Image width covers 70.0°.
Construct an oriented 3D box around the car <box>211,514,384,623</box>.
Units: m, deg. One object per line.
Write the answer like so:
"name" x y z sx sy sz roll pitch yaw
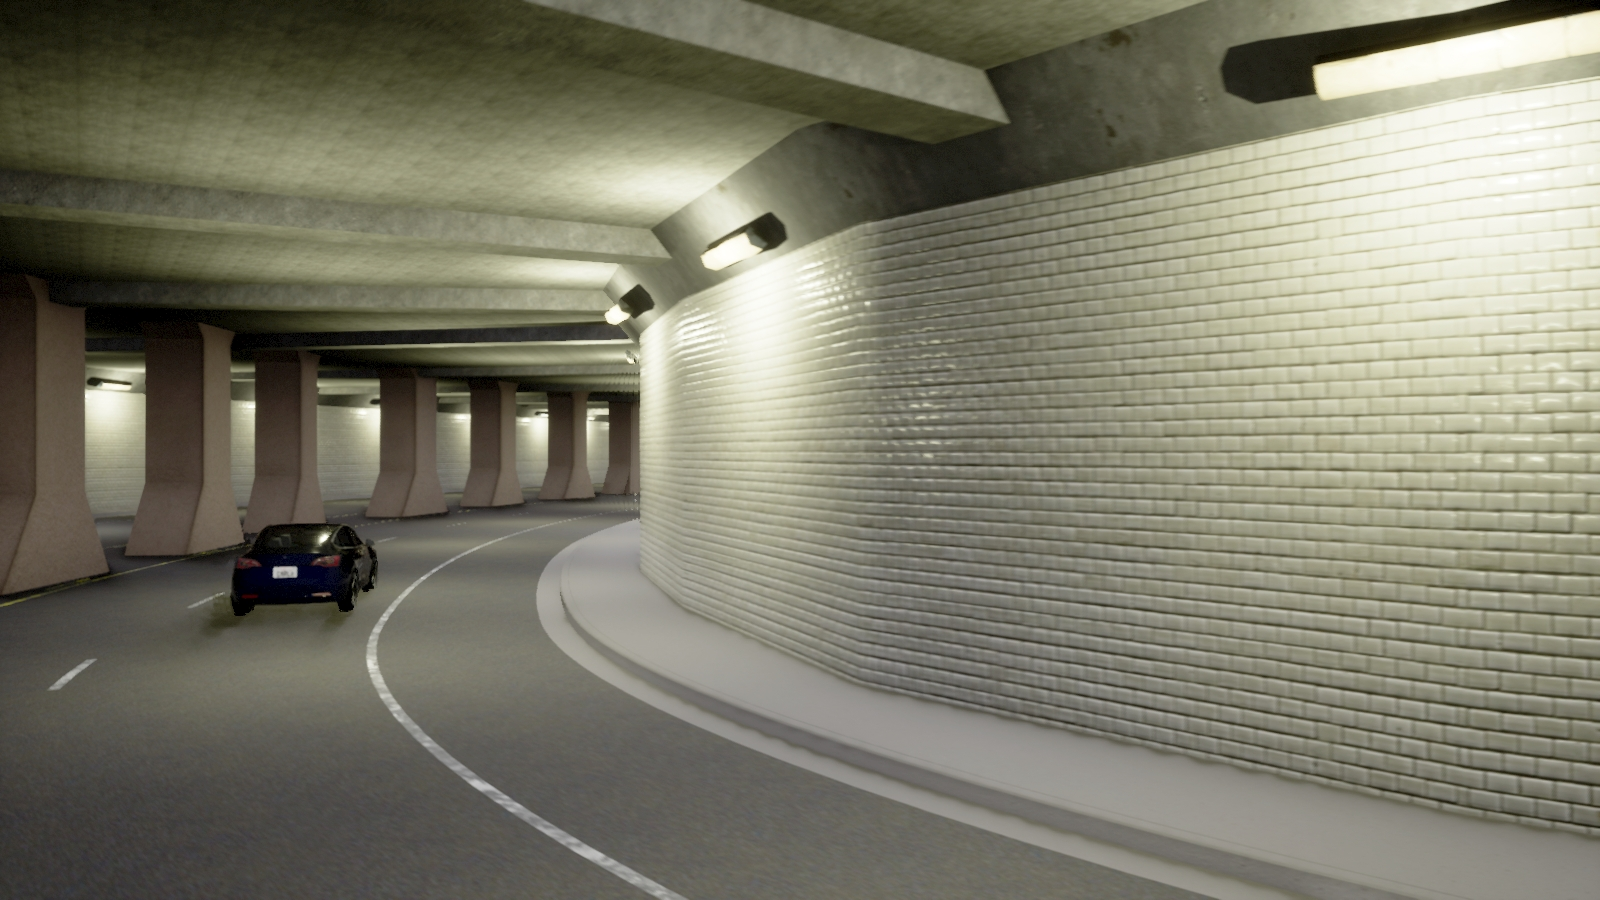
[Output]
"car" -9.110 2.069 21.154 2.163 1.488 4.792 0 0 -14
